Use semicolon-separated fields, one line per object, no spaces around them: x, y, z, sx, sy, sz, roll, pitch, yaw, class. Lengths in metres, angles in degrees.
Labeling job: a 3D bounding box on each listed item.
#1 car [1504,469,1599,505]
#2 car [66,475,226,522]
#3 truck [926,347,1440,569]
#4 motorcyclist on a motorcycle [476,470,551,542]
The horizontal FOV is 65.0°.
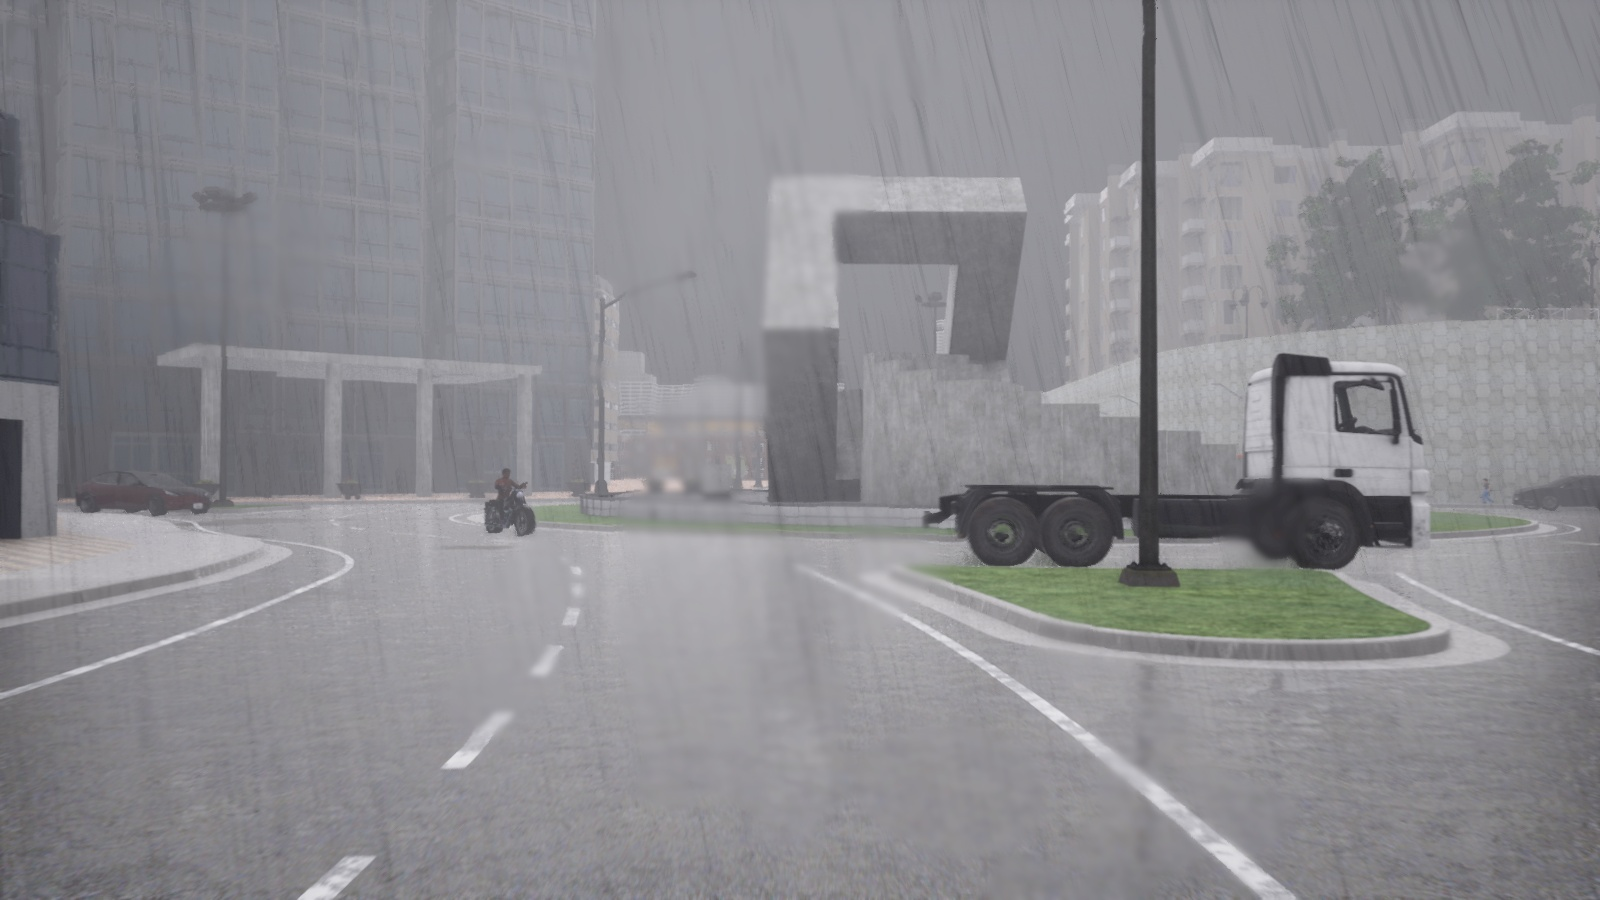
32.972;1.581;53.445;4.892;1.490;1.837;0;-1;8;car
-22.036;1.612;42.333;4.792;1.488;2.163;-1;-1;21;car
6.161;0.166;21.411;7.936;3.462;2.891;0;-1;5;truck
-6.861;1.295;29.978;0.766;1.649;2.350;0;-1;-39;motorcyclist on a motorcycle
